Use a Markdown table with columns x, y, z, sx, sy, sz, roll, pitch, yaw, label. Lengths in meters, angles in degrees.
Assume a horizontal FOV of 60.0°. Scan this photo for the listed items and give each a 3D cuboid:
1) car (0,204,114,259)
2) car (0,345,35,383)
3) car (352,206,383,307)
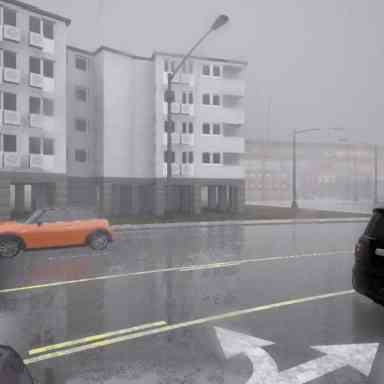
| x | y | z | sx | sy | sz | roll | pitch | yaw | label |
| --- | --- | --- | --- | --- | --- | --- | --- | --- | --- |
| -5.394 | 1.352 | 12.632 | 4.553 | 1.767 | 2.097 | 0 | 0 | -29 | car |
| -3.381 | 1.547 | 1.190 | 5.357 | 1.411 | 2.033 | 0 | 0 | -37 | car |
| 5.624 | 1.222 | 6.263 | 5.566 | 2.045 | 2.150 | 0 | 0 | -23 | car |
